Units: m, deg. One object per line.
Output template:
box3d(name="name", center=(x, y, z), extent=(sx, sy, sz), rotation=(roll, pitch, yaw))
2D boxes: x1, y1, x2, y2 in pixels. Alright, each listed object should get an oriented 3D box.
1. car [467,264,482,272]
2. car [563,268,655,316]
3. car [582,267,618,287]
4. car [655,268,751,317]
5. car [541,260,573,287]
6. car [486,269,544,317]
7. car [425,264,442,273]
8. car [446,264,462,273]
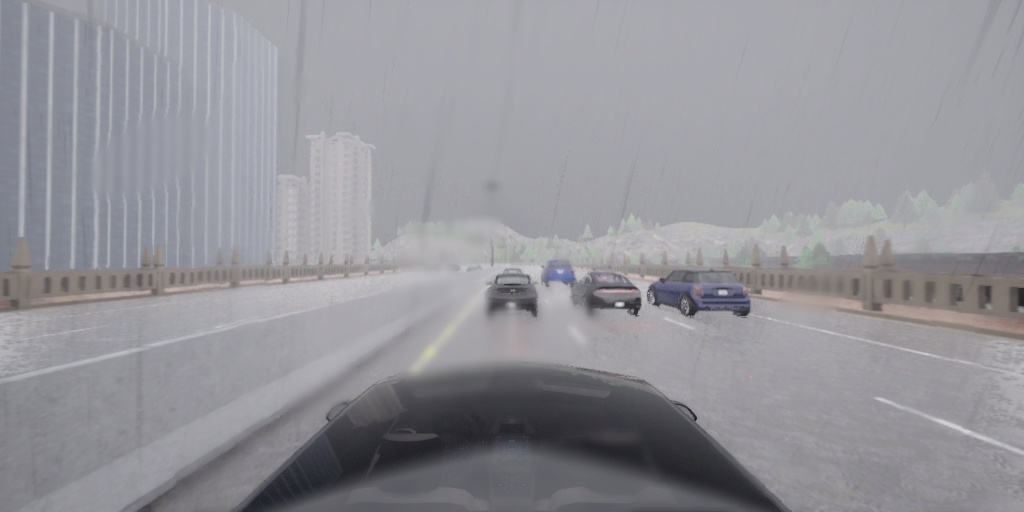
box3d(name="car", center=(-6.214, 2.047, 60.437), extent=(1.812, 1.442, 4.674), rotation=(0, -1, 2))
box3d(name="car", center=(3.545, 1.405, 14.152), extent=(2.128, 1.511, 4.902), rotation=(0, -1, 0))
box3d(name="car", center=(7.097, 1.679, 29.458), extent=(1.994, 1.385, 4.181), rotation=(0, -1, 1))
box3d(name="car", center=(7.045, 1.264, 14.066), extent=(2.097, 1.767, 4.553), rotation=(0, -1, 0))
box3d(name="car", center=(3.562, 1.318, 27.995), extent=(2.150, 2.045, 5.566), rotation=(0, 0, 1))
box3d(name="car", center=(0.044, 1.417, 14.041), extent=(1.837, 1.490, 4.892), rotation=(0, -1, 0))
box3d(name="car", center=(-13.211, 2.048, 60.520), extent=(1.812, 1.442, 4.674), rotation=(0, -1, 2))
box3d(name="car", center=(-9.714, 2.086, 60.542), extent=(1.994, 1.385, 4.181), rotation=(0, -1, 2))
